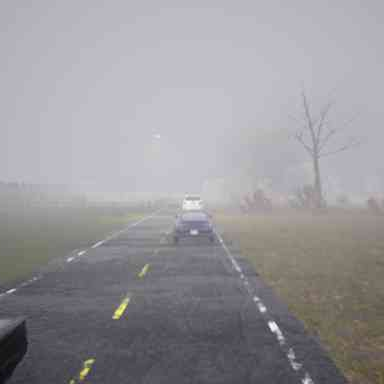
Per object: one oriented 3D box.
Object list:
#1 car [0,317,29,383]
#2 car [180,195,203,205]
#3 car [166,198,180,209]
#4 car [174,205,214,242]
[{"bbox_3d":[-2.751,1.607,1.480,1.895,1.301,4.718,0,0,0],"label":"car"},{"bbox_3d":[0.080,1.351,36.826,2.150,2.045,5.566,0,0,0],"label":"car"},{"bbox_3d":[-2.779,1.694,49.809,1.837,1.490,4.892,0,-1,0],"label":"car"},{"bbox_3d":[0.090,1.583,16.683,1.812,1.442,4.674,0,0,0],"label":"car"}]
